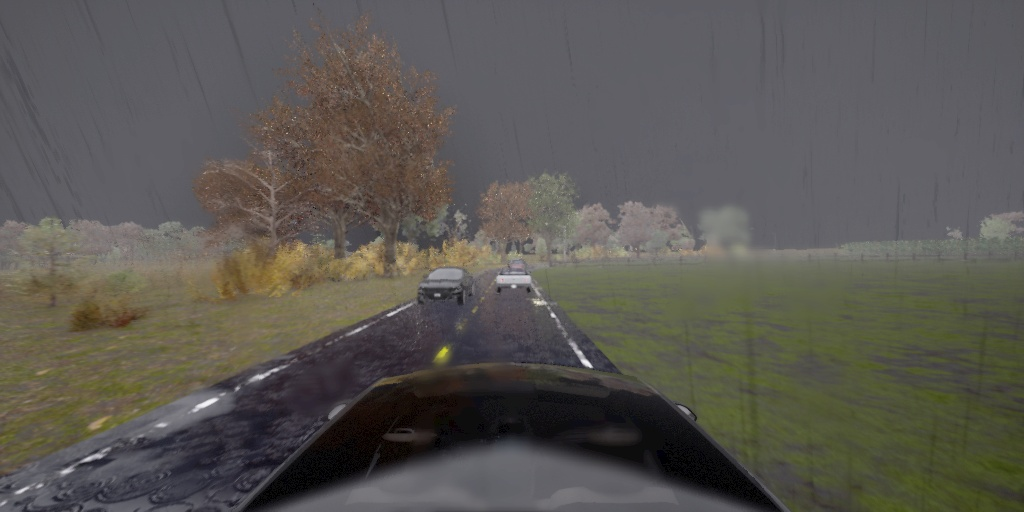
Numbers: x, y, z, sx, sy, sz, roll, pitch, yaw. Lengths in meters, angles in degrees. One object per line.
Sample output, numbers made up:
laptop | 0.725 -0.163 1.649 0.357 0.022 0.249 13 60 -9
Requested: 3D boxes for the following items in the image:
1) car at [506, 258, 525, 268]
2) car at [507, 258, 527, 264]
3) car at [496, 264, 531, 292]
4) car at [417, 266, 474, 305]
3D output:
car | 0.624 1.074 57.625 1.837 1.490 4.892 0 0 16
car | 0.844 1.210 43.643 1.994 1.385 4.181 0 0 6
car | 0.100 1.320 21.093 1.895 1.301 4.718 0 0 0
car | -2.847 1.208 16.163 1.882 1.535 5.008 0 0 0
